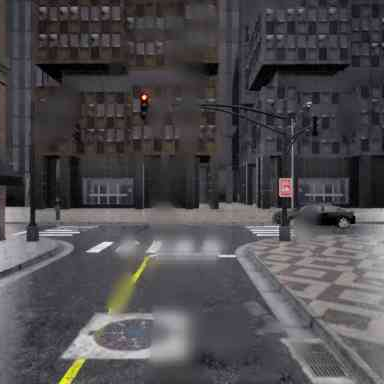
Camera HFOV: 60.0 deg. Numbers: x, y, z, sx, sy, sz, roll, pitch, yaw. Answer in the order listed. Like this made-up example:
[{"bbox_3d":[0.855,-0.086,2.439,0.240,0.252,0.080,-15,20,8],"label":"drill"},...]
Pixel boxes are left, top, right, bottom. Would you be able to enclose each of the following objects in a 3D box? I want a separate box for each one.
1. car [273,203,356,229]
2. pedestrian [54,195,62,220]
[{"bbox_3d":[7.649,1.464,20.961,5.008,1.535,1.882,0,0,-3],"label":"car"},{"bbox_3d":[-9.842,1.152,24.394,0.375,1.860,0.375,0,0,1],"label":"pedestrian"}]
